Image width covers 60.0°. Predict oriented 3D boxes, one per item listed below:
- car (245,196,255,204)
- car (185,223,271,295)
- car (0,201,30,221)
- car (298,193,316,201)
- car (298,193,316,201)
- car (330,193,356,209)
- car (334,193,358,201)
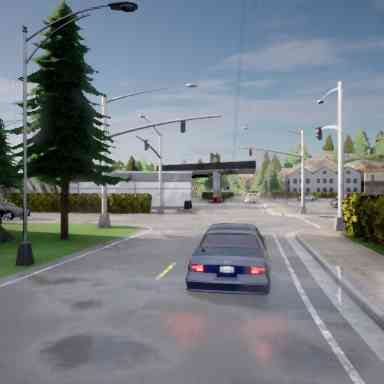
[{"bbox_3d":[11.233,1.526,64.794,1.812,1.442,4.674,0,0,10],"label":"car"},{"bbox_3d":[1.094,1.547,8.914,2.033,1.411,5.357,0,0,10],"label":"car"},{"bbox_3d":[-15.736,1.492,27.241,4.902,1.511,2.128,0,0,10],"label":"car"},{"bbox_3d":[27.401,1.077,79.287,3.866,1.878,1.905,0,0,10],"label":"car"},{"bbox_3d":[26.216,1.361,76.121,3.806,1.475,1.970,0,0,10],"label":"car"},{"bbox_3d":[20.264,1.330,42.385,5.027,1.636,2.152,0,0,10],"label":"car"},{"bbox_3d":[34.571,1.097,74.673,4.605,1.855,1.932,0,0,10],"label":"car"}]
